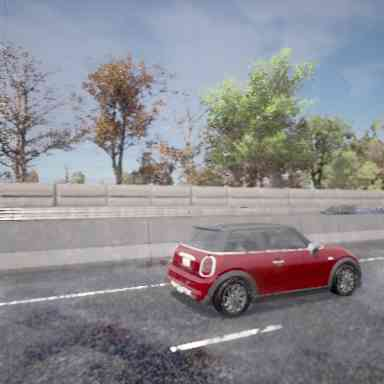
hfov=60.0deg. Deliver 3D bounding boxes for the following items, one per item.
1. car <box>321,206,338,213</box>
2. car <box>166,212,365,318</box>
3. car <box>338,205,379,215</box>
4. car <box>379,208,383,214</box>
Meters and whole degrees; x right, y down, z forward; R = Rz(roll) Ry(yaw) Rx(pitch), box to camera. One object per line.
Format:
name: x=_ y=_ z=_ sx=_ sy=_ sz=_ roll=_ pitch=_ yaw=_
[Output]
car: x=15.257 y=2.171 z=34.345 sx=4.892 sy=1.490 sz=1.837 roll=1 pitch=-1 yaw=-27
car: x=1.777 y=1.494 z=7.816 sx=4.553 sy=1.767 sz=2.097 roll=1 pitch=-1 yaw=-27
car: x=16.576 y=2.162 z=31.093 sx=5.357 sy=1.411 sz=2.033 roll=1 pitch=-1 yaw=-27
car: x=18.696 y=2.065 z=28.240 sx=4.902 sy=1.511 sz=2.128 roll=1 pitch=-1 yaw=-27
